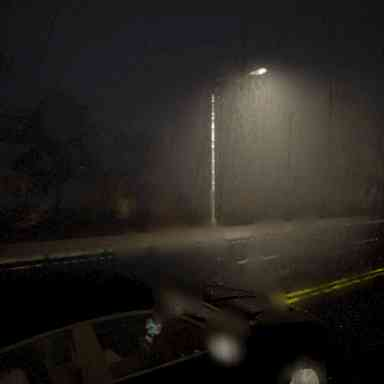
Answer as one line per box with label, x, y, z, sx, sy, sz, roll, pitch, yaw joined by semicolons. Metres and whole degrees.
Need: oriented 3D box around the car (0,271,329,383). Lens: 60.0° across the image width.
car;-0.835;1.481;2.852;5.008;1.535;1.882;0;0;-36
